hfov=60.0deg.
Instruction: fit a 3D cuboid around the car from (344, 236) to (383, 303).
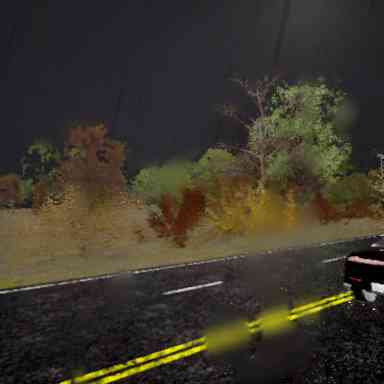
[{"bbox_3d":[5.247,1.661,7.172,4.902,1.511,2.128,6,-6,-35],"label":"car"}]
